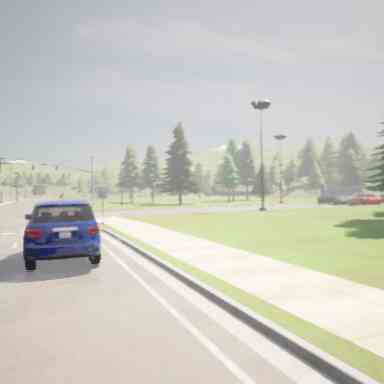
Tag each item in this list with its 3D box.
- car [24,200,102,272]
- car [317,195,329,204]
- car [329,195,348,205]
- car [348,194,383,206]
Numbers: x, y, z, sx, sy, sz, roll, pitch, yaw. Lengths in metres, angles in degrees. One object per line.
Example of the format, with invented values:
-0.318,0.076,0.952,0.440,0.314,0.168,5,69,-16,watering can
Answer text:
-4.526,1.315,11.589,2.150,2.045,5.566,-1,-1,-23,car
22.731,1.226,54.304,4.902,1.511,2.128,-1,0,-22,car
23.870,1.310,50.988,4.718,1.301,1.895,-1,0,-22,car
25.343,1.029,47.810,4.553,1.767,2.097,-1,0,-22,car
